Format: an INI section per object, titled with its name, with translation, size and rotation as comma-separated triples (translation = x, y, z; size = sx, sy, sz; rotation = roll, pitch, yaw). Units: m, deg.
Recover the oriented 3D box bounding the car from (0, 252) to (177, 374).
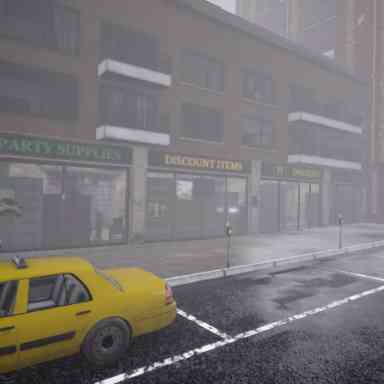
[car]
translation = -2.516, 1.526, 4.278
size = 4.829, 1.417, 1.752
rotation = 0, 2, -35
